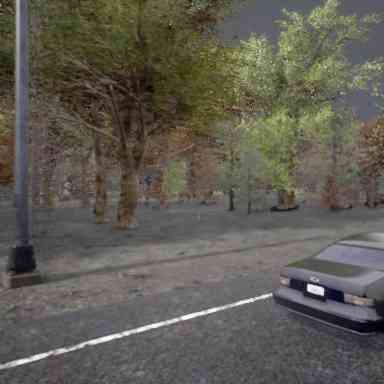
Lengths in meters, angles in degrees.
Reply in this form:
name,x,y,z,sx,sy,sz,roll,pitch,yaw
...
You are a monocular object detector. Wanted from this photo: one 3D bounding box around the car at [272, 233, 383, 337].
name,x,y,z,sx,sy,sz,roll,pitch,yaw
car,3.934,1.537,6.550,5.357,1.411,2.033,0,0,-35
